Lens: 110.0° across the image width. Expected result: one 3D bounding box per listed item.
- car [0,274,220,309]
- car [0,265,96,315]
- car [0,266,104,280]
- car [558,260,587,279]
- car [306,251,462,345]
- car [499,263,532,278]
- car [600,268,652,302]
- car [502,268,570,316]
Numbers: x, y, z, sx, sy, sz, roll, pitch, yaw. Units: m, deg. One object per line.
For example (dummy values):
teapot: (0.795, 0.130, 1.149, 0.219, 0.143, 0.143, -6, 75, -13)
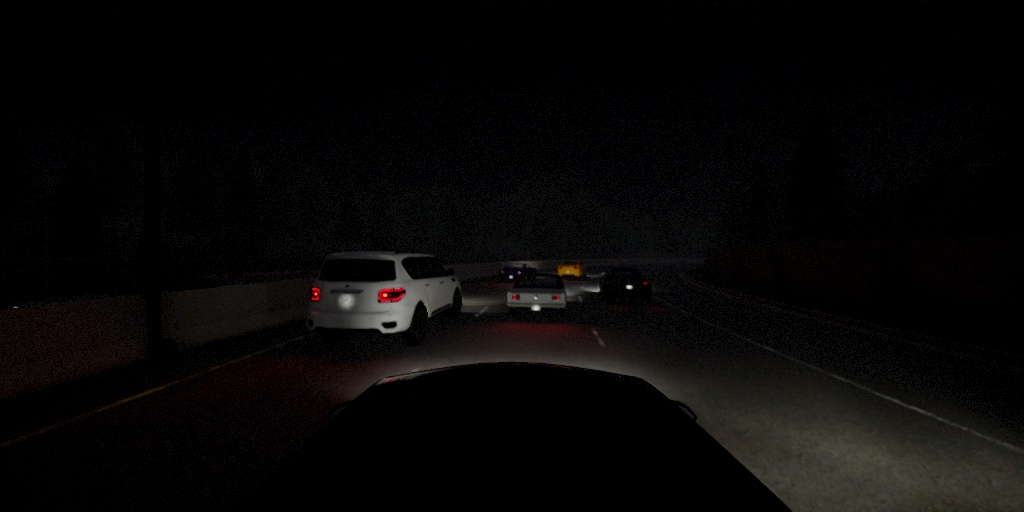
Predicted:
car: (-10.052, 1.238, 9.982, 1.895, 1.301, 4.718, 0, 0, 6)
car: (-16.948, 1.096, 11.263, 1.837, 1.490, 4.892, 0, 0, 6)
car: (-13.559, 1.124, 9.932, 1.837, 1.490, 4.892, 0, 0, 5)
car: (5.133, 1.071, 30.261, 1.882, 1.535, 5.008, 0, 0, 18)
car: (-2.913, 0.903, 9.526, 2.150, 2.045, 5.566, 0, 0, 5)
car: (0.557, 1.186, 27.498, 1.895, 1.301, 4.718, 0, 0, 16)
car: (5.218, 1.246, 16.839, 1.994, 1.385, 4.181, 0, 0, 10)
car: (1.027, 1.282, 13.103, 1.895, 1.301, 4.718, 0, 0, 8)
